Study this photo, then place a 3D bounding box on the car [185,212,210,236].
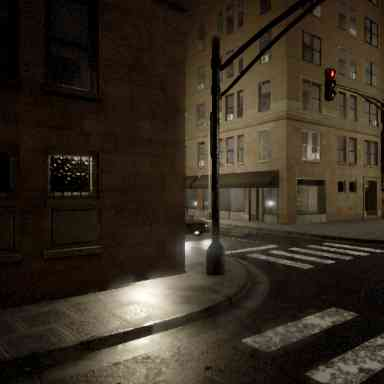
[{"bbox_3d":[-1.318,1.515,17.734,2.033,1.411,5.357,0,0,-36],"label":"car"}]
